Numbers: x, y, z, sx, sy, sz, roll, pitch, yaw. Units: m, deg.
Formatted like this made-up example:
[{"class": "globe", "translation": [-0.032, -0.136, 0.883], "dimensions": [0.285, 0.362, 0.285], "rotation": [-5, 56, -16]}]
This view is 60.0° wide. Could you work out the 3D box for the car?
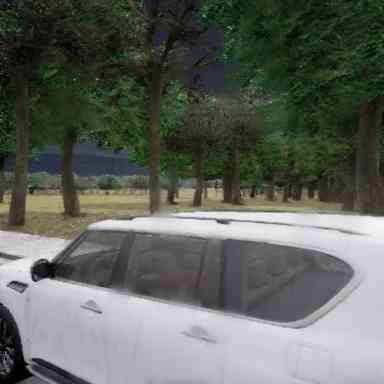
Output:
[{"class": "car", "translation": [-0.198, 1.221, 3.705], "dimensions": [5.566, 2.045, 2.150], "rotation": [0, 0, 36]}]
